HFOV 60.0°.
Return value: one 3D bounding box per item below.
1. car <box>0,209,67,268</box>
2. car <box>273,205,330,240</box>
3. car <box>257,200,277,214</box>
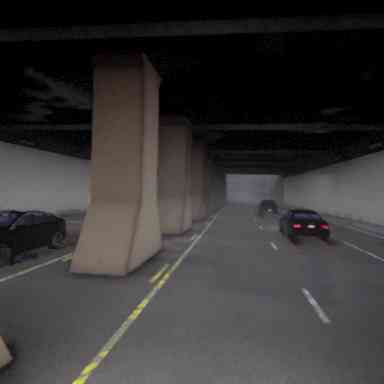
[{"bbox_3d":[-5.894,1.323,10.730,2.128,1.511,4.902,1,0,8],"label":"car"},{"bbox_3d":[5.843,1.646,17.828,2.033,1.411,5.357,1,0,8],"label":"car"},{"bbox_3d":[8.389,1.620,36.936,1.837,1.490,4.892,1,0,8],"label":"car"}]
